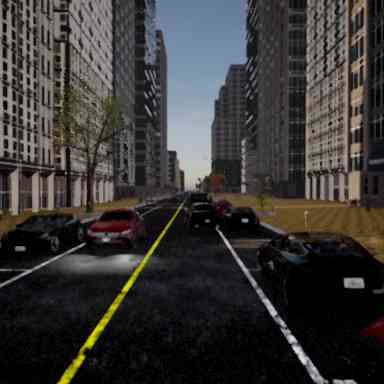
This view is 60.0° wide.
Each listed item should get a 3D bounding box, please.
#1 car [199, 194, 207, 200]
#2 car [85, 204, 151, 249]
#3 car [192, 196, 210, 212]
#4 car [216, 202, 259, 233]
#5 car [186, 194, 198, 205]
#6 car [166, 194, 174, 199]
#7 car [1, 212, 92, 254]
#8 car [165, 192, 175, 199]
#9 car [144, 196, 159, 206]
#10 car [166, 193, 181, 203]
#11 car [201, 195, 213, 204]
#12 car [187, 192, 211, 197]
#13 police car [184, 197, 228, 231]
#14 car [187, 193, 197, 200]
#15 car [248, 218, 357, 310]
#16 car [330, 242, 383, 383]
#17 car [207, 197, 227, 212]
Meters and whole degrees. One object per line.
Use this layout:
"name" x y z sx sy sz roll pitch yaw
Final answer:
"car" 2.652 1.117 80.939 2.008 1.369 4.403 -1 0 0
"car" -3.105 1.451 14.315 1.812 1.442 4.674 0 0 0
"car" 0.886 1.266 36.320 1.801 1.575 5.366 0 0 0
"car" 2.675 1.468 18.870 1.947 1.339 4.313 -1 0 0
"car" -0.020 1.196 53.482 1.882 1.535 5.008 0 0 0
"car" -5.730 1.115 86.559 1.802 1.307 4.206 -1 0 0
"car" -5.704 1.497 13.222 1.947 1.339 4.313 -1 0 0
"car" -5.729 1.092 80.747 1.752 1.417 4.829 -1 0 0
"car" -5.716 1.303 47.069 2.008 1.369 4.403 -1 0 0
"car" -3.023 1.291 58.556 1.994 1.385 4.181 0 0 0
"car" 2.660 1.236 58.369 1.887 1.381 4.507 -1 0 0
"car" 0.653 1.058 30.149 2.150 2.045 5.566 -1 0 0
"police car" 0.598 1.320 20.197 1.930 1.638 5.238 0 0 -5
"car" -0.028 0.959 74.176 2.033 1.411 5.357 0 0 0
"car" 2.679 1.527 7.584 1.947 1.339 4.313 -1 0 0
"car" 2.680 1.430 1.941 1.967 1.590 4.097 -1 0 0
"car" 2.668 1.338 35.968 1.752 1.417 4.829 -1 0 0
